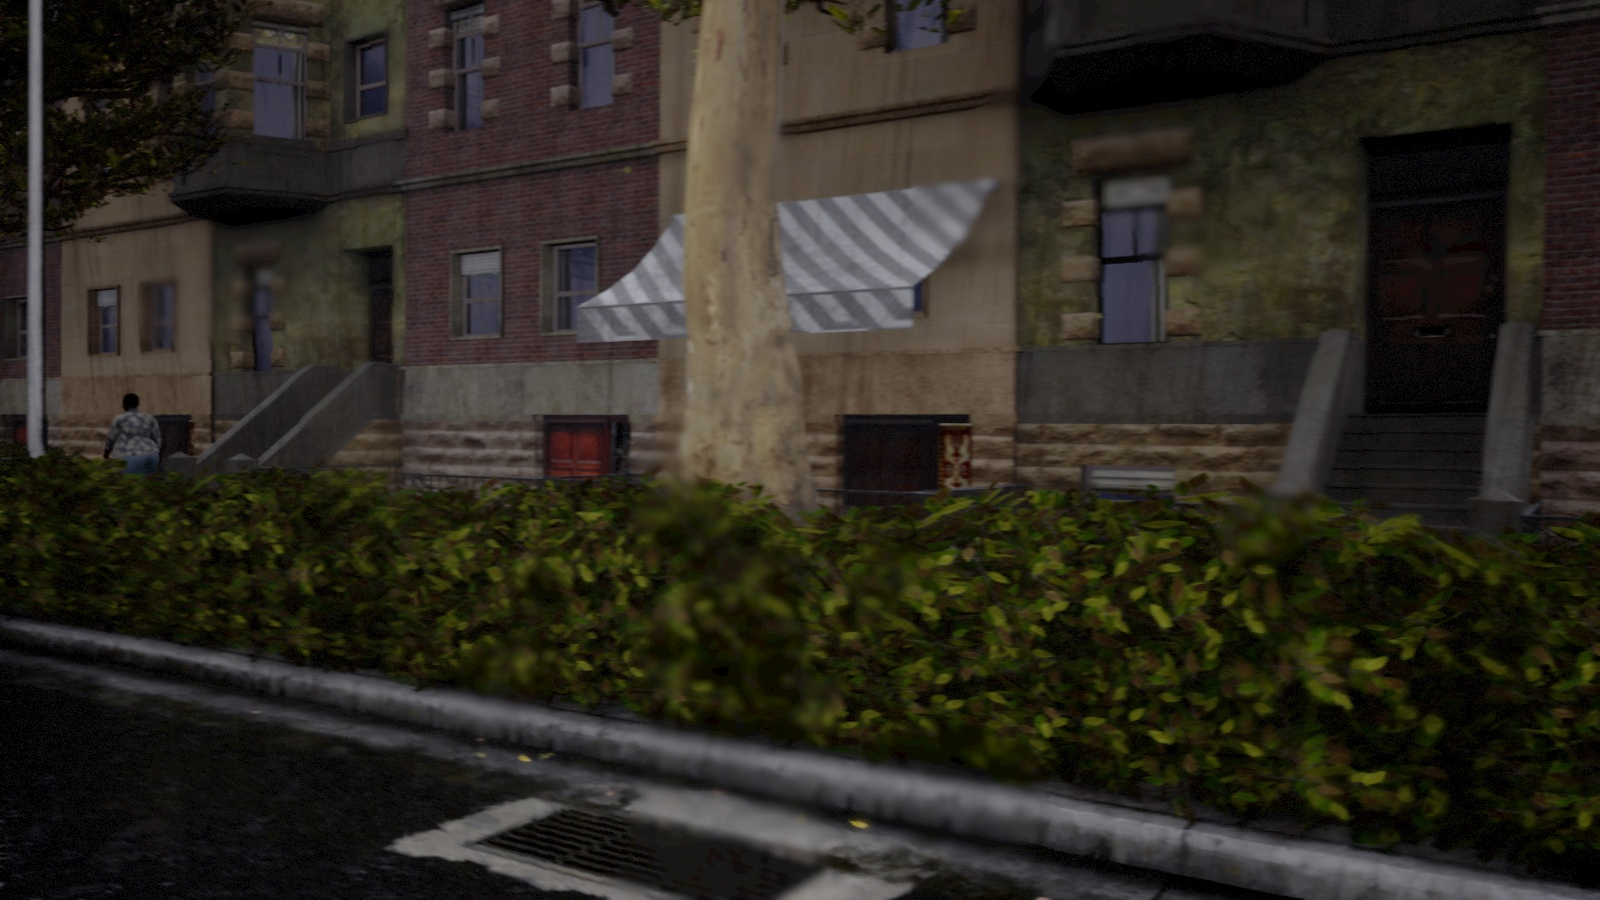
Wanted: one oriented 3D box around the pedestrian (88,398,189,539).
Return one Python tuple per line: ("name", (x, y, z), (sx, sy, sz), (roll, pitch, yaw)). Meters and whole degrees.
("pedestrian", (-9.049, 0.234, 17.180), (0.900, 1.855, 0.874), (0, 1, 33))
